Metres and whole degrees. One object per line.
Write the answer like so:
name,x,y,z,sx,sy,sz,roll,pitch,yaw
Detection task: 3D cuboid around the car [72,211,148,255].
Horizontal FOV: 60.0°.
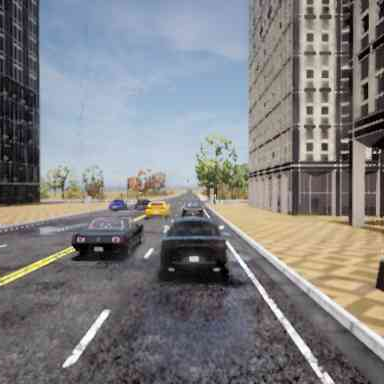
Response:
car,-3.168,1.673,13.566,1.895,1.301,4.718,0,0,0

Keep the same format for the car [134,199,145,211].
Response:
car,-6.591,1.731,44.913,1.837,1.490,4.892,0,-1,0

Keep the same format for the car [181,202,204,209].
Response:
car,0.084,1.647,30.073,2.128,1.511,4.902,0,0,0

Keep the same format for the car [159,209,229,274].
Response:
car,0.068,1.536,10.840,1.882,1.535,5.008,0,0,0

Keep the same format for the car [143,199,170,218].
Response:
car,-3.161,1.640,31.624,1.882,1.535,5.008,0,0,0

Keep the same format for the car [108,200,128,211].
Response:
car,-9.840,1.748,44.607,1.812,1.442,4.674,0,0,0
